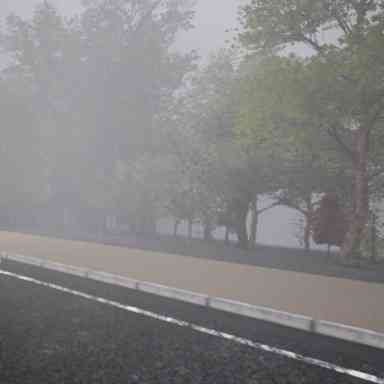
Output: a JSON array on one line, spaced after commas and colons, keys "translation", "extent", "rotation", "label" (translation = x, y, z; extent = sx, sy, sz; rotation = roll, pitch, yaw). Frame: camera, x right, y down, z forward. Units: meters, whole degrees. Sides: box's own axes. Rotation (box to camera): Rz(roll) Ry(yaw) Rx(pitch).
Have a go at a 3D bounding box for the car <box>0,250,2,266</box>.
[{"translation": [-6.989, 1.586, 8.635], "extent": [4.718, 1.301, 1.895], "rotation": [0, 0, 35], "label": "car"}]
